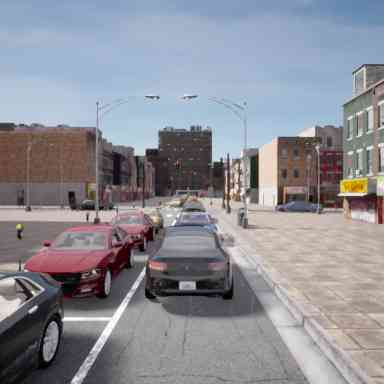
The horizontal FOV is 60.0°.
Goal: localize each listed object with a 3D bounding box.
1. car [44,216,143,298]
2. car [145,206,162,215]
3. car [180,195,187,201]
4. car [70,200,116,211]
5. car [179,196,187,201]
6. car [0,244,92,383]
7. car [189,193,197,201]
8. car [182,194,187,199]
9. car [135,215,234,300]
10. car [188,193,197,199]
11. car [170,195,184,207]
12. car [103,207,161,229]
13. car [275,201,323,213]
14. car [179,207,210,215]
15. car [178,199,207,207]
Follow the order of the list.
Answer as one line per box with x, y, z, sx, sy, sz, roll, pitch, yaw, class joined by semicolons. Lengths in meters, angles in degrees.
-2.612;1.548;8.529;1.887;1.381;4.507;0;0;0;car
-2.585;1.540;19.347;1.752;1.417;4.829;0;0;0;car
-2.393;1.675;95.027;1.967;1.590;4.097;0;0;0;car
-10.832;1.569;36.789;4.718;1.301;1.895;0;0;-3;car
-2.407;1.760;89.582;1.887;1.381;4.507;0;0;0;car
-2.626;1.552;3.035;2.008;1.369;4.403;0;0;0;car
0.234;1.282;92.001;2.150;2.045;5.566;0;0;0;car
-2.489;1.413;56.918;2.192;1.841;5.009;0;0;0;car
-0.034;1.530;8.317;1.812;1.442;4.674;0;0;1;car
0.208;1.533;81.937;2.097;1.767;4.553;0;0;0;car
-2.504;1.607;51.305;1.752;1.417;4.829;0;0;0;car
-2.598;1.553;14.023;1.887;1.381;4.507;0;0;0;car
12.678;1.757;39.657;5.357;1.411;2.033;1;0;0;car
0.134;1.611;15.756;1.895;1.301;4.718;0;0;0;car
0.177;1.530;26.057;1.837;1.490;4.892;0;0;2;car
